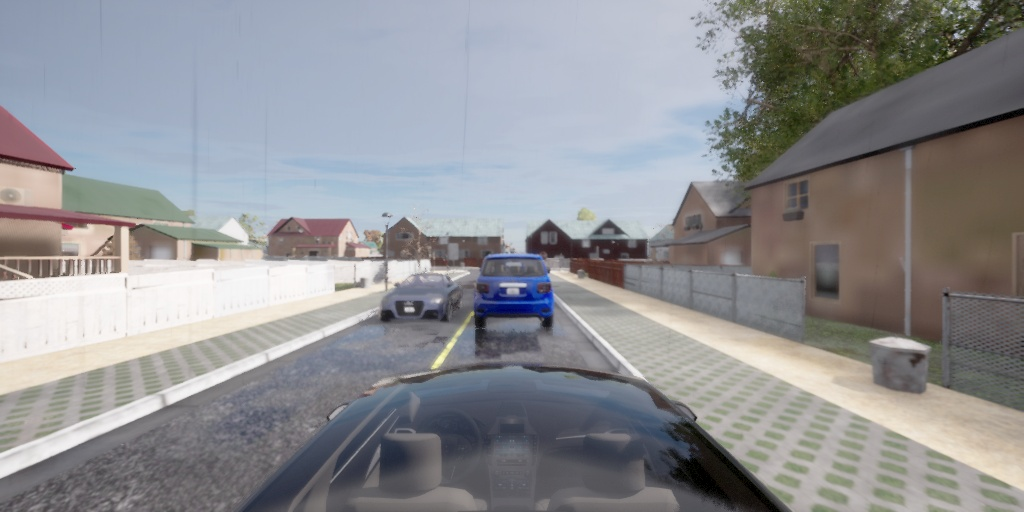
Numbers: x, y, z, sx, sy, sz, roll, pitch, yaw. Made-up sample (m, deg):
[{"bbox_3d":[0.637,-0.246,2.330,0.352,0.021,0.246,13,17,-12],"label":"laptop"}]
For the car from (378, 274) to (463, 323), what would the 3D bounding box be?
[{"bbox_3d":[-2.829,1.288,11.895,1.994,1.385,4.181,0,0,0],"label":"car"}]

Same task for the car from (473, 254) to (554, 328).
[{"bbox_3d":[0.093,0.947,11.448,2.150,2.045,5.566,0,0,1],"label":"car"}]

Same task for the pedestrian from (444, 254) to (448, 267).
[{"bbox_3d":[-9.256,0.677,50.432,0.375,1.860,0.375,0,0,1],"label":"pedestrian"}]
